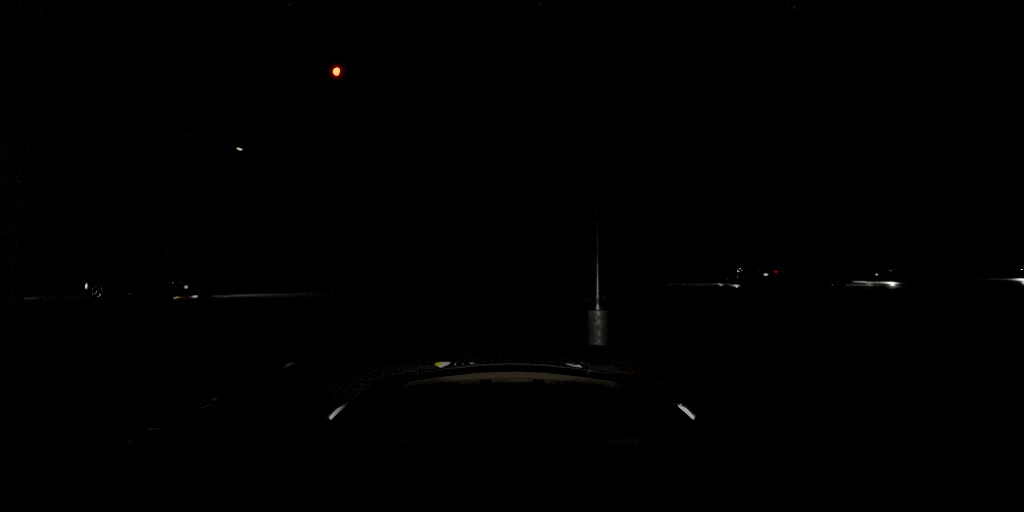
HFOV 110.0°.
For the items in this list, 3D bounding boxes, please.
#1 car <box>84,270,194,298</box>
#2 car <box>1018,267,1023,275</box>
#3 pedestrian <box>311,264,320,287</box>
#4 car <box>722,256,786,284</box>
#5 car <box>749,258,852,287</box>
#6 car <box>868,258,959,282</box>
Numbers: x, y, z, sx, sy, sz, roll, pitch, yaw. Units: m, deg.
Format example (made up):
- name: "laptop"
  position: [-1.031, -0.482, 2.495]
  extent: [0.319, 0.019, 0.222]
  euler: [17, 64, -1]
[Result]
- name: "car"
  position: [-20.428, 1.484, 19.791]
  extent: [4.902, 1.511, 2.128]
  euler: [-1, -2, 0]
- name: "car"
  position: [36.723, 0.752, 23.354]
  extent: [5.357, 1.411, 2.033]
  euler: [-1, -2, 0]
- name: "pedestrian"
  position: [-15.062, 1.466, 27.383]
  extent: [0.375, 1.860, 0.375]
  euler: [0, -1, 0]
- name: "car"
  position: [16.279, 0.875, 23.413]
  extent: [4.553, 1.767, 2.097]
  euler: [-1, -2, 0]
- name: "car"
  position: [15.953, 0.956, 19.709]
  extent: [4.181, 1.385, 1.994]
  euler: [-1, -2, 0]
- name: "car"
  position: [26.129, 0.891, 23.387]
  extent: [4.674, 1.442, 1.812]
  euler: [-1, -2, 1]
